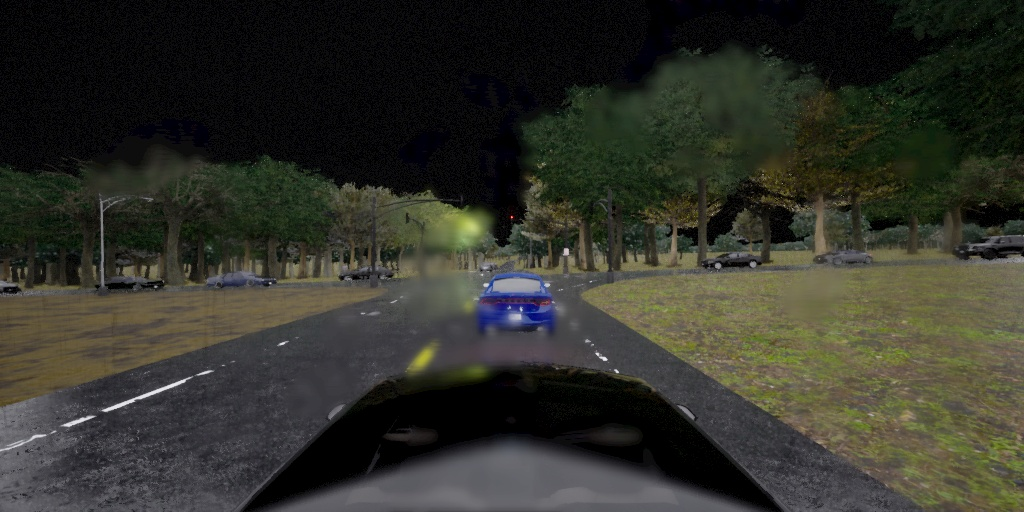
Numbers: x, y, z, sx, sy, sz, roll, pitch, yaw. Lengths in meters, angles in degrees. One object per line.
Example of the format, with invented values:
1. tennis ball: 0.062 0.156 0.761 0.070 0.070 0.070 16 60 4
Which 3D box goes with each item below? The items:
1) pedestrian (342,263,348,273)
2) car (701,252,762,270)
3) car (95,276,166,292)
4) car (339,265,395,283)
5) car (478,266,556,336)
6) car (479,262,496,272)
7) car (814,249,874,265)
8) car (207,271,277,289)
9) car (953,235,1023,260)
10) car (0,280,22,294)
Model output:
1. pedestrian: -17.865 1.680 38.444 0.375 1.860 0.375 0 1 3
2. car: 20.043 0.404 32.884 5.008 1.535 1.882 -2 -1 2
3. car: -33.423 2.440 31.552 4.718 1.301 1.895 -2 -1 3
4. car: -14.058 1.698 34.887 5.008 1.535 1.882 -2 0 -16
5. car: 0.140 1.233 10.486 1.882 1.535 5.008 0 0 1
6. car: -3.879 1.682 53.909 2.128 1.511 4.902 0 -1 -1
7. car: 29.956 0.100 32.459 4.181 1.385 1.994 -2 -1 2
8. car: -23.429 2.047 31.117 5.357 1.411 2.033 -2 -1 6
9. car: 43.014 -0.739 31.880 5.566 2.045 2.150 -2 -1 3
10. car: -47.217 2.783 32.216 4.892 1.490 1.837 -1 -1 3
